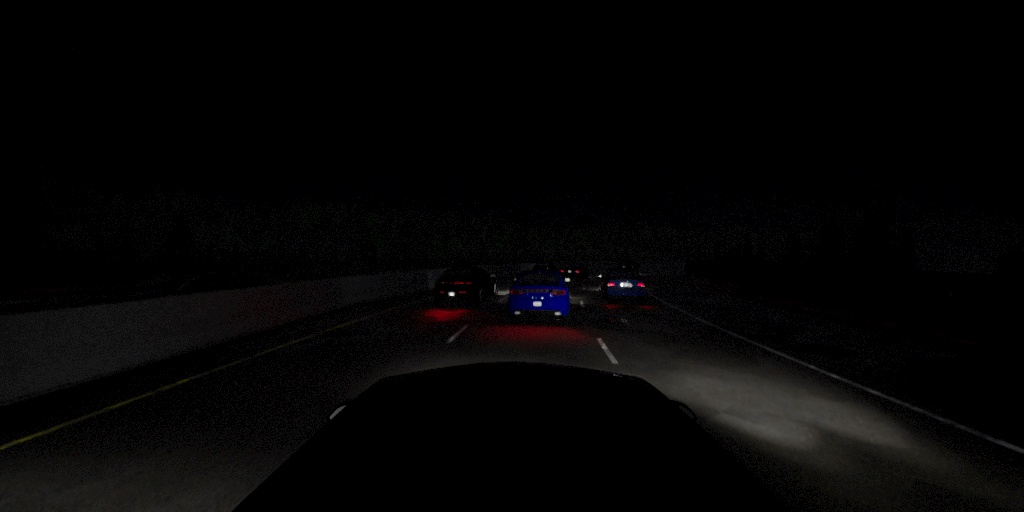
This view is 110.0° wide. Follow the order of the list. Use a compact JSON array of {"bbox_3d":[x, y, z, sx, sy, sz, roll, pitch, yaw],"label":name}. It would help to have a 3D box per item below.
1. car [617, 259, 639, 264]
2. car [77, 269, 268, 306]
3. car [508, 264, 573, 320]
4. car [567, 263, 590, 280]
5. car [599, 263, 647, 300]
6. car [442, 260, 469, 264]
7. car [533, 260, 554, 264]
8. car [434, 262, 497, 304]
[{"bbox_3d":[11.766,1.080,36.673,2.097,1.767,4.553,0,0,24],"label":"car"},{"bbox_3d":[-9.906,1.187,11.029,2.128,1.511,4.902,0,0,6],"label":"car"},{"bbox_3d":[1.028,1.205,12.692,1.882,1.535,5.008,0,0,7],"label":"car"},{"bbox_3d":[5.403,1.266,30.634,2.033,1.411,5.357,0,0,20],"label":"car"},{"bbox_3d":[5.375,1.276,17.704,2.033,1.411,5.357,0,0,12],"label":"car"},{"bbox_3d":[-6.535,1.215,38.878,1.837,1.490,4.892,0,0,23],"label":"car"},{"bbox_3d":[3.264,1.244,34.681,1.812,1.442,4.674,0,0,21],"label":"car"},{"bbox_3d":[-1.935,1.217,16.241,1.837,1.490,4.892,0,0,9],"label":"car"}]
